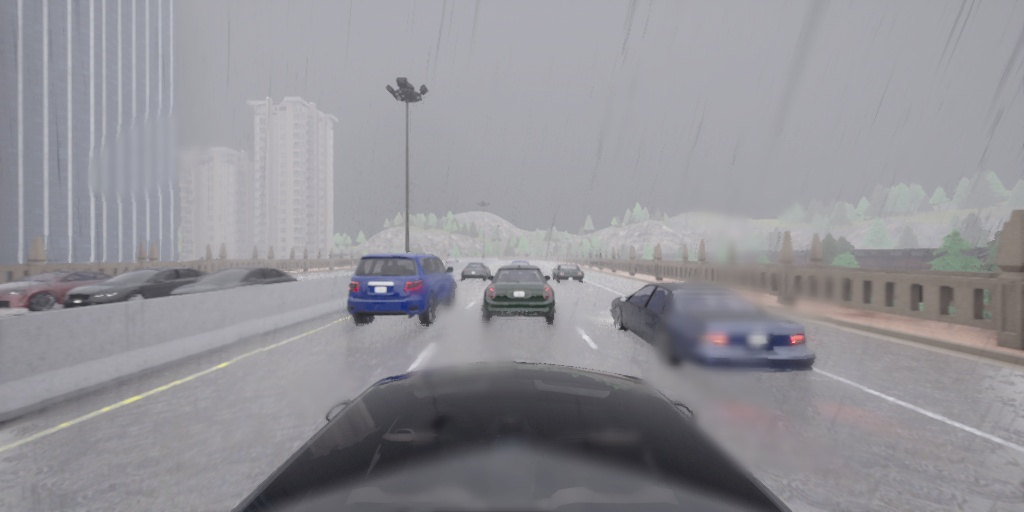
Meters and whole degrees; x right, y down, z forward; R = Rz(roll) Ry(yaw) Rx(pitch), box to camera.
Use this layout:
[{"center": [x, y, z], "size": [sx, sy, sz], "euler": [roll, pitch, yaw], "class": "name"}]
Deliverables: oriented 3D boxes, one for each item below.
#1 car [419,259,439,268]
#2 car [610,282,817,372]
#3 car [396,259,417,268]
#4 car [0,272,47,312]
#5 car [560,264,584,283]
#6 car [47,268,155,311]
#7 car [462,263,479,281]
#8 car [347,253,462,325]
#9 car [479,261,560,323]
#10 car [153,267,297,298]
[{"center": [-12.821, 1.118, 55.791], "size": [1.994, 1.385, 4.181], "euler": [0, 0, 2], "class": "car"}, {"center": [3.659, 1.278, 7.787], "size": [2.033, 1.411, 5.357], "euler": [0, 0, 1], "class": "car"}, {"center": [-16.324, 1.117, 55.637], "size": [1.994, 1.385, 4.181], "euler": [0, 0, 2], "class": "car"}, {"center": [-17.434, 1.265, 13.876], "size": [1.994, 1.385, 4.181], "euler": [0, 0, 1], "class": "car"}, {"center": [4.090, 1.263, 26.856], "size": [1.895, 1.301, 4.718], "euler": [0, 0, 1], "class": "car"}, {"center": [-13.933, 1.206, 13.972], "size": [1.837, 1.490, 4.892], "euler": [0, 0, 1], "class": "car"}, {"center": [-2.856, 1.216, 29.016], "size": [1.994, 1.385, 4.181], "euler": [0, 0, 1], "class": "car"}, {"center": [-3.272, 0.935, 11.760], "size": [2.150, 2.045, 5.566], "euler": [0, 0, 1], "class": "car"}, {"center": [0.242, 1.065, 12.075], "size": [2.097, 1.767, 4.553], "euler": [0, 0, 1], "class": "car"}, {"center": [-10.434, 1.208, 13.892], "size": [1.837, 1.490, 4.892], "euler": [0, 0, 1], "class": "car"}]
